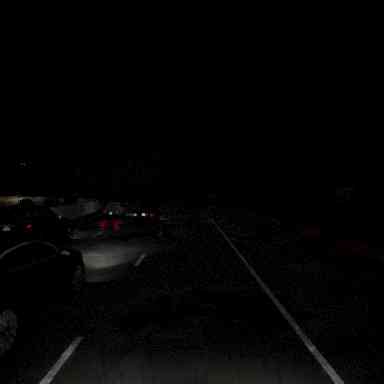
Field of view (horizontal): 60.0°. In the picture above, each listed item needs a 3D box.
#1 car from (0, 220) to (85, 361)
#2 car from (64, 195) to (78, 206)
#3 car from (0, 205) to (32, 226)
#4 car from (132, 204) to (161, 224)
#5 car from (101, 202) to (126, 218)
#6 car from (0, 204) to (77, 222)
[{"bbox_3d":[-3.423,1.523,5.891,2.128,1.511,4.902,0,0,0],"label":"car"},{"bbox_3d":[-23.660,1.530,64.909,2.150,2.045,5.566,0,0,-25],"label":"car"},{"bbox_3d":[-14.228,1.731,25.318,1.895,1.301,4.718,0,0,-2],"label":"car"},{"bbox_3d":[-3.534,1.681,26.062,2.033,1.411,5.357,0,0,-2],"label":"car"},{"bbox_3d":[-7.442,1.690,31.982,1.812,1.442,4.674,0,0,-5],"label":"car"},{"bbox_3d":[-6.906,1.428,14.567,2.097,1.767,4.553,0,0,0],"label":"car"}]
